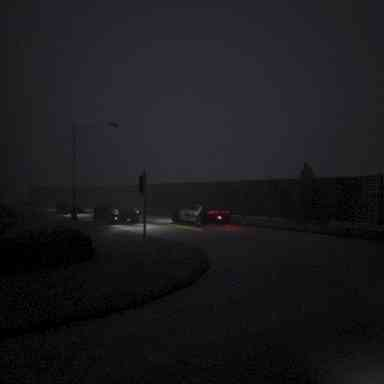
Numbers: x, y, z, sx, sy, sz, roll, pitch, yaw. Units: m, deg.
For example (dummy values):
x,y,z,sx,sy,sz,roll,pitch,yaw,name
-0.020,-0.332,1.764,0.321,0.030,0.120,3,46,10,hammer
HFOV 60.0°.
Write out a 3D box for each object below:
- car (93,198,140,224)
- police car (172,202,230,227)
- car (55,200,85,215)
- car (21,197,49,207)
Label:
x,y,z,sx,sy,sz,roll,pitch,yaw,name
-5.683,1.352,24.775,2.097,1.767,4.553,0,0,-36,car
0.384,1.509,23.338,2.038,1.542,4.974,0,0,-36,police car
-12.901,1.547,34.889,2.033,1.411,5.357,0,0,-35,car
-22.613,1.401,47.971,4.718,1.301,1.895,0,0,37,car
